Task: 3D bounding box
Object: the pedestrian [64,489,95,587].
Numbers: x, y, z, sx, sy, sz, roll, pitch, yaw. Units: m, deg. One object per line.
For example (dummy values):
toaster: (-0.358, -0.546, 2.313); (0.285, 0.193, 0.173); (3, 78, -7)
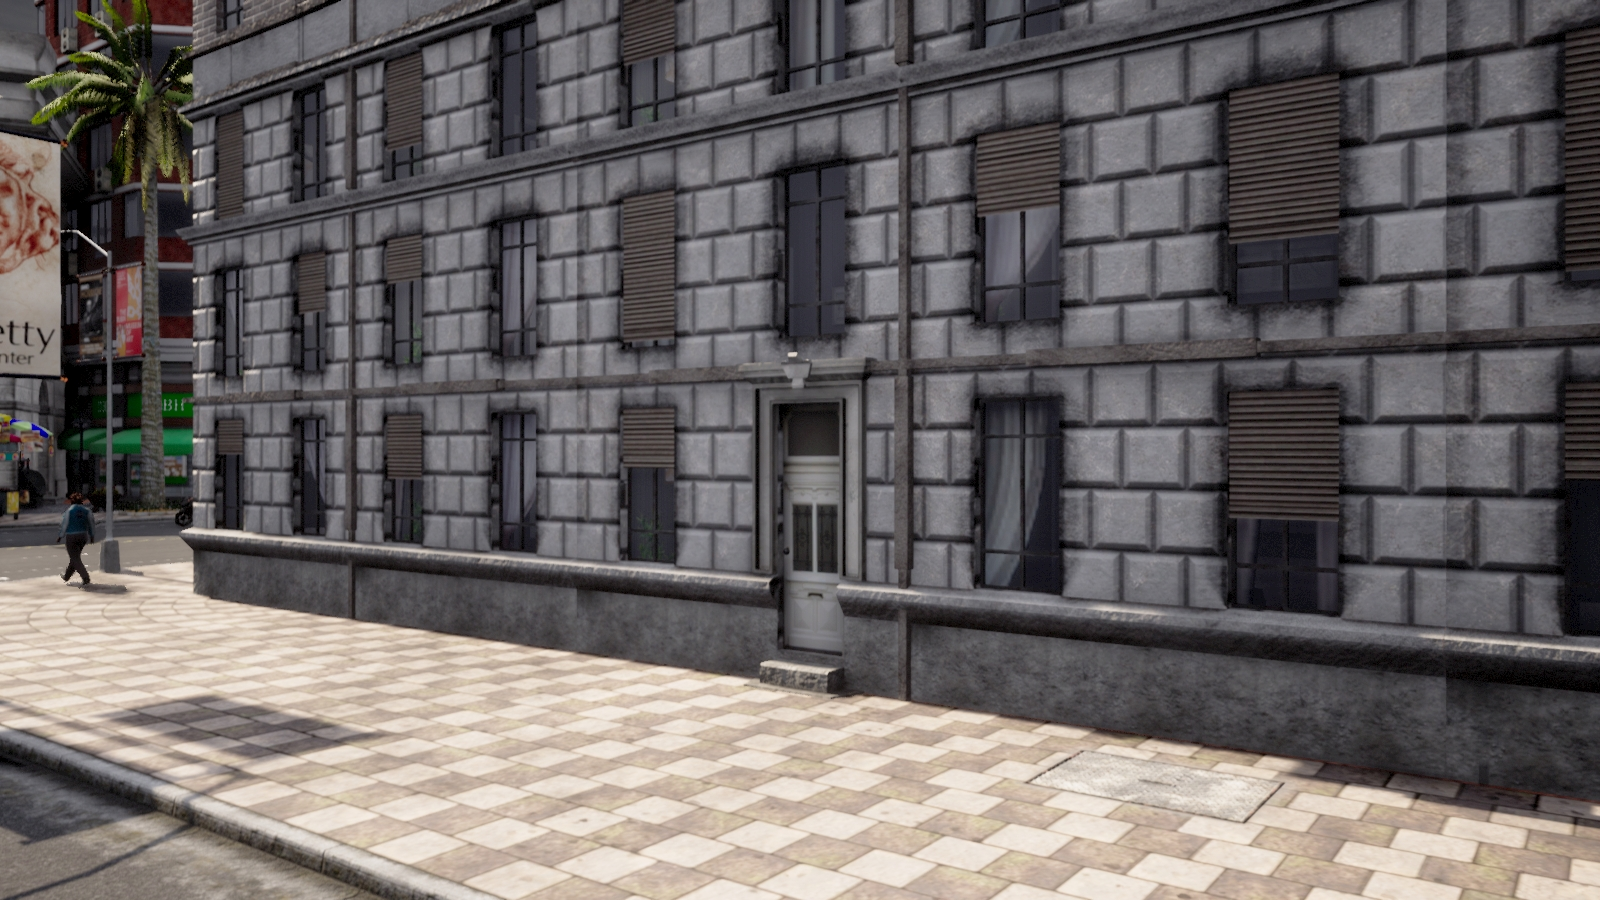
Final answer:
pedestrian: (-13.867, 1.683, 21.989); (0.375, 1.860, 0.375); (0, 0, 32)
